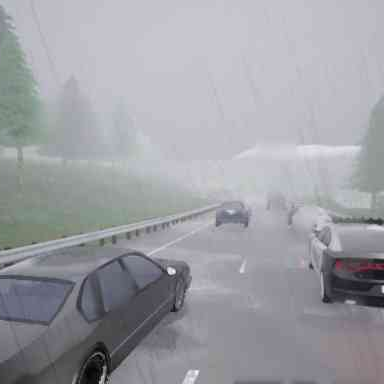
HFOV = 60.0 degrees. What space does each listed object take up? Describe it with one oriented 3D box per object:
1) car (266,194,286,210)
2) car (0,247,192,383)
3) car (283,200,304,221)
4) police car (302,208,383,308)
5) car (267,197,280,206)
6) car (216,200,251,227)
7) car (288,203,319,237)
[{"bbox_3d":[10.718,1.215,42.422,2.150,2.045,5.566,0,0,13],"label":"car"},{"bbox_3d":[-1.515,1.546,4.868,2.033,1.411,5.357,0,0,15],"label":"car"},{"bbox_3d":[7.725,1.502,23.686,1.837,1.490,4.892,0,0,13],"label":"car"},{"bbox_3d":[3.945,1.424,8.046,1.930,1.638,5.238,0,0,15],"label":"police car"},{"bbox_3d":[13.397,1.539,54.915,2.033,1.411,5.357,0,0,12],"label":"car"},{"bbox_3d":[2.961,1.348,22.969,2.097,1.767,4.553,0,0,13],"label":"car"},{"bbox_3d":[6.357,1.523,17.767,1.812,1.442,4.674,0,0,13],"label":"car"}]
